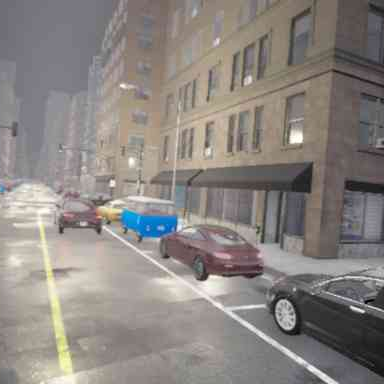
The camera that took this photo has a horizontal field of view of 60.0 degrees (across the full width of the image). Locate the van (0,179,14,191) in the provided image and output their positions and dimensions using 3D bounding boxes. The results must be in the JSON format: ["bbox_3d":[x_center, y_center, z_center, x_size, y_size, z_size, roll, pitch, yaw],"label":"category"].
[{"bbox_3d":[-31.062,-1.217,55.889,1.690,1.788,3.998,4,0,-26],"label":"van"}]

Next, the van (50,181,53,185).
[{"bbox_3d":[-28.217,-1.054,69.662,1.690,1.788,3.998,4,0,-26],"label":"van"}]

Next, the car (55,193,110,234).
[{"bbox_3d":[-5.452,1.065,15.882,1.812,1.442,4.674,4,0,-25],"label":"car"}]

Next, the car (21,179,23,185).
[{"bbox_3d":[-43.116,-2.039,81.074,1.947,1.339,4.313,4,0,-26],"label":"car"}]

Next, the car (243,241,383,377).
[{"bbox_3d":[2.856,1.758,4.627,2.008,1.369,4.403,4,0,-26],"label":"car"}]

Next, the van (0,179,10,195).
[{"bbox_3d":[-23.840,-0.608,40.780,1.690,1.788,3.998,4,0,-26],"label":"van"}]

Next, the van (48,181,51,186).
[{"bbox_3d":[-30.624,-1.263,74.697,1.690,1.788,3.998,4,0,-26],"label":"van"}]

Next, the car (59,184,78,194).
[{"bbox_3d":[-16.190,0.068,44.483,1.967,1.590,4.097,4,0,-26],"label":"car"}]

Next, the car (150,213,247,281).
[{"bbox_3d":[0.409,1.589,9.739,1.802,1.307,4.206,4,0,-26],"label":"car"}]

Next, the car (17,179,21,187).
[{"bbox_3d":[-38.300,-1.638,71.000,1.887,1.381,4.507,4,0,-26],"label":"car"}]

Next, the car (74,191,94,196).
[{"bbox_3d":[-8.033,0.908,30.628,1.895,1.301,4.718,4,0,34],"label":"car"}]

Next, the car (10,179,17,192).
[{"bbox_3d":[-28.654,-1.039,50.853,2.192,1.841,5.009,4,0,-26],"label":"car"}]

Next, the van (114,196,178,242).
[{"bbox_3d":[-2.016,1.147,14.851,1.690,1.788,3.998,4,0,-26],"label":"van"}]

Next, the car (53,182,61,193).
[{"bbox_3d":[-20.995,-0.461,54.554,2.192,1.841,5.009,4,0,-26],"label":"car"}]

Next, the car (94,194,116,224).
[{"bbox_3d":[-4.548,1.121,20.117,1.752,1.417,4.829,4,0,-26],"label":"car"}]

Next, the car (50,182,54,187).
[{"bbox_3d":[-25.827,-0.637,64.626,2.008,1.369,4.403,4,0,-26],"label":"car"}]
